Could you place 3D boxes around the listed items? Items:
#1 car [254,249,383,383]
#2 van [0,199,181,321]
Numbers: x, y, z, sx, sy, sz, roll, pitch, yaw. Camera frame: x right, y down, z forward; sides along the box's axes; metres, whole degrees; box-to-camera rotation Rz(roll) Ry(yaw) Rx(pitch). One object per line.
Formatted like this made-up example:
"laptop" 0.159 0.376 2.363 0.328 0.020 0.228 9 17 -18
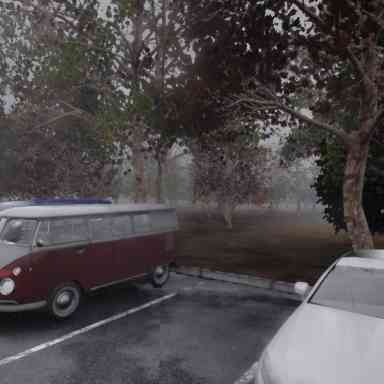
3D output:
"car" 2.402 1.520 4.050 2.002 1.452 4.674 0 0 36
"van" -2.194 1.255 7.197 1.878 1.987 4.442 0 0 36
